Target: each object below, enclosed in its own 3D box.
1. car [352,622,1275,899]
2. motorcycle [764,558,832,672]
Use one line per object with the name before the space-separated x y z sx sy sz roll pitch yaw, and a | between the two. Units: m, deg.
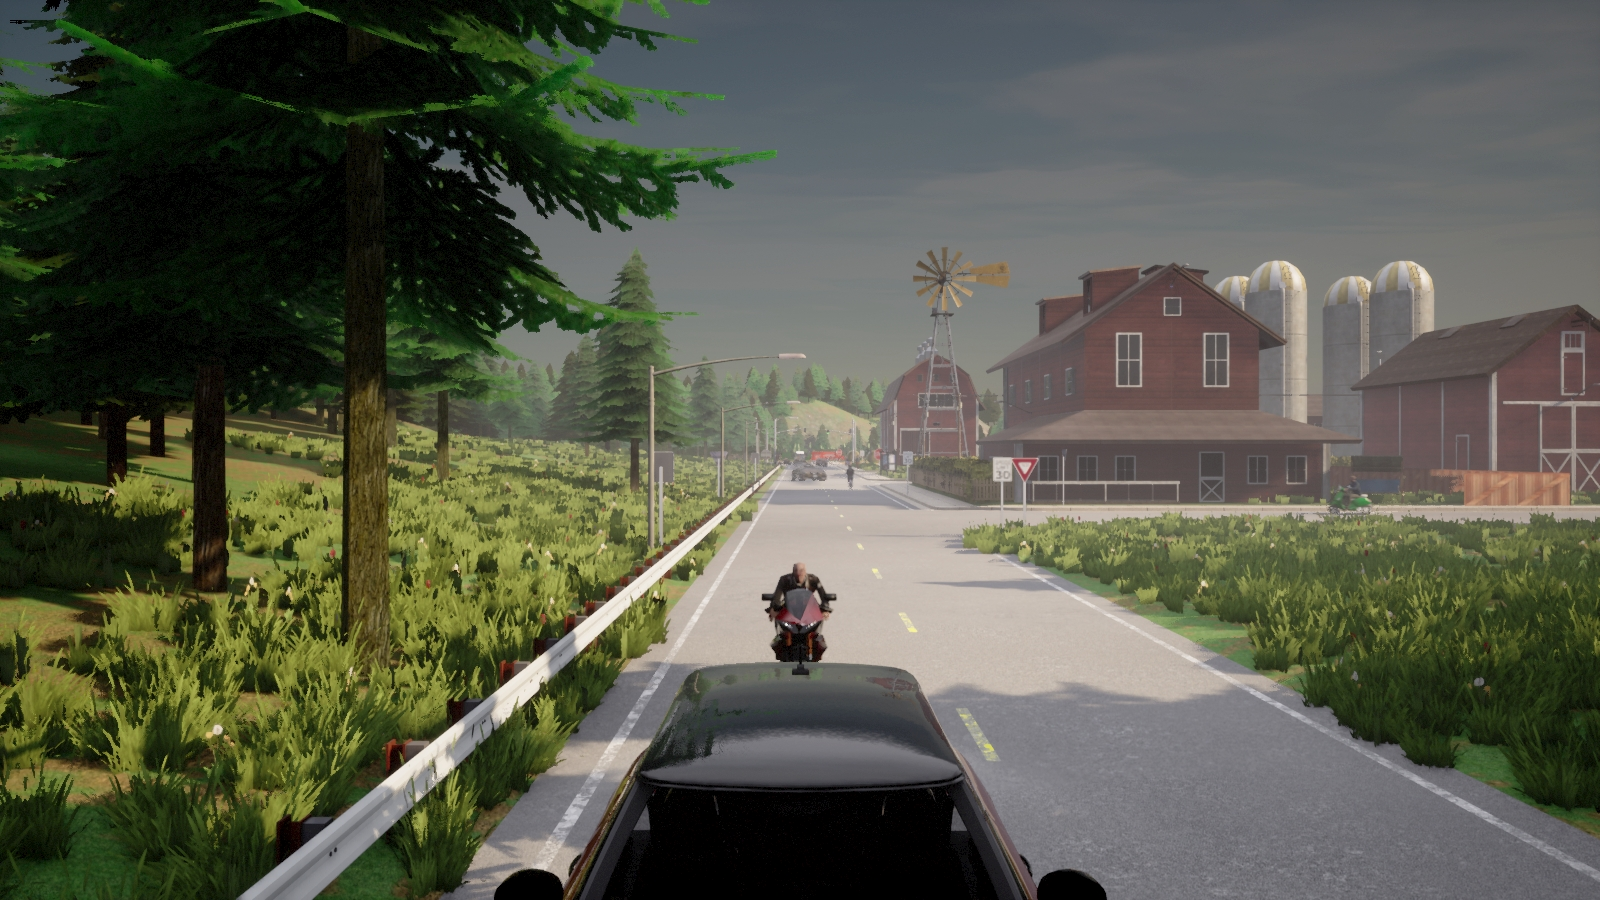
car | 0.033 1.906 4.501 2.097 1.767 4.553 0 0 0
motorcycle | -0.025 2.205 15.659 0.867 1.251 2.209 0 0 0
